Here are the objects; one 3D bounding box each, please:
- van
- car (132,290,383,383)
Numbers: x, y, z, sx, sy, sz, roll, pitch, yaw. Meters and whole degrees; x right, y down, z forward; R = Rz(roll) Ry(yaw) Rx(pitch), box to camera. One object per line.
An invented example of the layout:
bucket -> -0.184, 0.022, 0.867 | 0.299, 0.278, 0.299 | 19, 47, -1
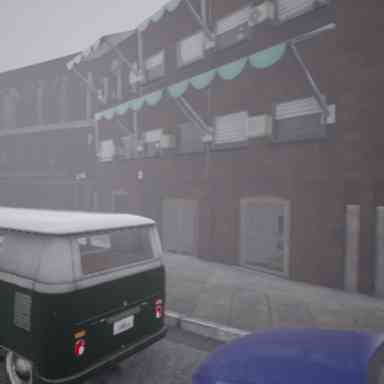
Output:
van -> -2.557, 1.249, 5.043 | 4.442, 1.987, 1.878 | 0, 0, 35
car -> 2.082, 1.519, 1.781 | 4.674, 1.452, 2.002 | 0, 0, 36
